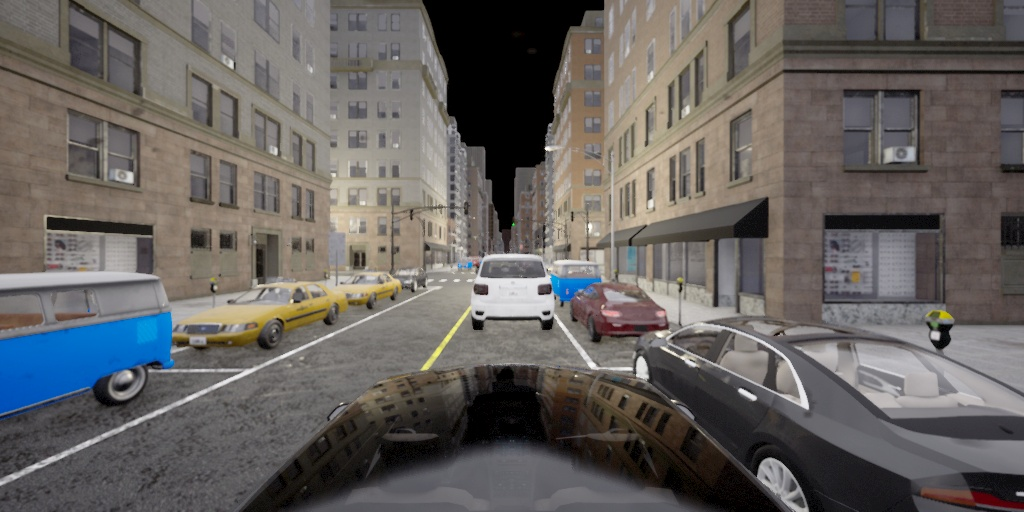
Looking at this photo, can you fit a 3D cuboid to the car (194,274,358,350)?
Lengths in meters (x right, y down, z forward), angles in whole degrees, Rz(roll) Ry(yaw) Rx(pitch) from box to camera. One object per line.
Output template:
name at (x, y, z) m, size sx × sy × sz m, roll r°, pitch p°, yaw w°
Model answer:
car at (-5.916, 1.272, 9.140) m, size 1.751 × 1.417 × 4.829 m, roll 0°, pitch 0°, yaw 0°

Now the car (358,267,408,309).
car at (-5.965, 1.266, 14.809) m, size 1.751 × 1.417 × 4.829 m, roll 0°, pitch 0°, yaw 0°

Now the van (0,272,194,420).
van at (-5.869, 1.090, 3.641) m, size 1.690 × 1.789 × 3.998 m, roll 0°, pitch 0°, yaw 0°

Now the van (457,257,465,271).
van at (-6.249, 1.043, 47.841) m, size 1.690 × 1.789 × 3.998 m, roll 0°, pitch 0°, yaw 0°

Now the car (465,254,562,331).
car at (0.001, 0.967, 11.172) m, size 2.150 × 2.045 × 5.566 m, roll 0°, pitch 0°, yaw -1°

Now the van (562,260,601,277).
van at (2.558, 1.082, 15.068) m, size 1.690 × 1.789 × 3.998 m, roll 0°, pitch 0°, yaw 0°

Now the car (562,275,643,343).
car at (2.607, 1.329, 9.398) m, size 1.802 × 1.307 × 4.207 m, roll 0°, pitch 0°, yaw 0°

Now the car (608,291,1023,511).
car at (2.656, 1.300, 3.728) m, size 2.007 × 1.370 × 4.403 m, roll 0°, pitch 0°, yaw 0°

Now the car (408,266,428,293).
car at (-6.016, 1.285, 20.646) m, size 2.007 × 1.370 × 4.403 m, roll 0°, pitch 0°, yaw 0°
